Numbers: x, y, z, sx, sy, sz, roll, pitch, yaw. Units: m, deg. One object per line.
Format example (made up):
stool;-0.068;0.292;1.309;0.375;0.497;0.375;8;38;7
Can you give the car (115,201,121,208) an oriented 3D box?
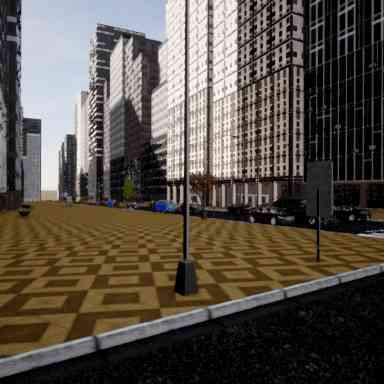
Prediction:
car;-13.396;2.600;66.287;1.752;1.417;4.829;-1;-1;-26

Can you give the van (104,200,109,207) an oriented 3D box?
van;-18.362;2.632;76.571;1.690;1.788;3.998;-1;-1;-26

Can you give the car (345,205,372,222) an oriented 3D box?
car;13.638;1.851;29.562;2.008;1.369;4.403;-1;-1;-26

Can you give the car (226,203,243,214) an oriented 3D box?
car;6.303;2.166;44.757;1.947;1.339;4.313;-1;-1;-26

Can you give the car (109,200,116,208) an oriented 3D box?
car;-15.914;2.729;71.505;1.887;1.381;4.507;-1;-1;-26

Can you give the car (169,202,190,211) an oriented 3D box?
car;-2.159;2.444;56.271;1.895;1.301;4.718;0;-1;-25

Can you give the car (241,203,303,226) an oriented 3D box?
car;6.092;1.812;25.919;2.008;1.369;4.403;-1;-1;-26

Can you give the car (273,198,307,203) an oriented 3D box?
car;9.373;1.589;32.524;2.150;2.045;5.566;0;-1;-26

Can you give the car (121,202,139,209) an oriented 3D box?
car;-11.024;2.523;61.374;2.008;1.369;4.403;-1;-1;-26

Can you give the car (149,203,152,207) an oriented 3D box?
car;-8.366;2.806;75.147;1.802;1.307;4.206;-1;-1;-26

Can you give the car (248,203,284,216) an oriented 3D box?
car;8.748;2.065;39.692;1.947;1.339;4.313;-1;-1;-26

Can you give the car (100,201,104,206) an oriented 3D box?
car;-23.248;3.050;86.698;1.887;1.381;4.507;-1;-1;-26

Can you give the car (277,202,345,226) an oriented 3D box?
car;8.983;1.756;25.914;1.837;1.490;4.892;0;-1;-26

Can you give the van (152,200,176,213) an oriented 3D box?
van;-3.693;2.003;46.183;1.690;1.788;3.998;-1;-1;-26

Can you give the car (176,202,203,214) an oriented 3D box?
car;-0.044;2.125;44.640;1.837;1.490;4.892;0;-1;-26
